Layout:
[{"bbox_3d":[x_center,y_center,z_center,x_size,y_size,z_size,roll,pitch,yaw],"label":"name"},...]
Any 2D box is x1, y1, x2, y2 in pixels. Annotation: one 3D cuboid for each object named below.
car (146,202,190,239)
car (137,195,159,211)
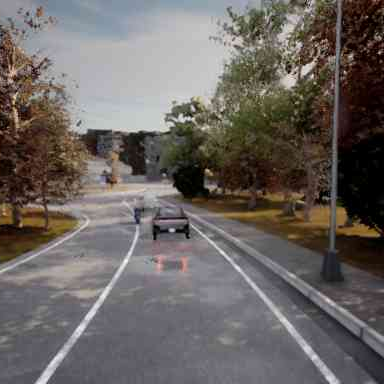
[{"bbox_3d":[-1.231,1.542,17.902,2.128,1.511,4.902,-1,1,-7],"label":"car"},{"bbox_3d":[-4.430,1.048,33.864,1.812,1.442,4.674,-1,3,-15],"label":"car"}]
